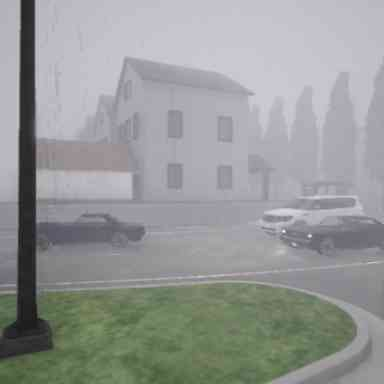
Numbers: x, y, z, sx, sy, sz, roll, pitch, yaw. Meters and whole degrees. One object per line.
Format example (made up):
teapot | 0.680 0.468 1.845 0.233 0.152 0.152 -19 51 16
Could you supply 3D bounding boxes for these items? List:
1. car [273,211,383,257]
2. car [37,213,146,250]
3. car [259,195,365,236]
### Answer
car | 5.762 1.580 12.768 4.718 1.301 1.895 0 0 -21
car | -4.304 1.542 13.545 4.718 1.301 1.895 0 0 -11
car | 6.062 1.184 16.588 5.566 2.045 2.150 -1 0 -23
